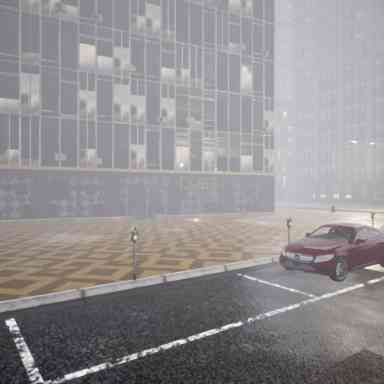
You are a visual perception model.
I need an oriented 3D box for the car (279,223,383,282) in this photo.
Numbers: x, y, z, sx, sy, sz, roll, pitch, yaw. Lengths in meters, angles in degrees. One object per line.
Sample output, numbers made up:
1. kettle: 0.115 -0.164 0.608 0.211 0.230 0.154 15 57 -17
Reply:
1. car: 4.361 1.579 9.684 4.206 1.307 1.802 0 0 -36
